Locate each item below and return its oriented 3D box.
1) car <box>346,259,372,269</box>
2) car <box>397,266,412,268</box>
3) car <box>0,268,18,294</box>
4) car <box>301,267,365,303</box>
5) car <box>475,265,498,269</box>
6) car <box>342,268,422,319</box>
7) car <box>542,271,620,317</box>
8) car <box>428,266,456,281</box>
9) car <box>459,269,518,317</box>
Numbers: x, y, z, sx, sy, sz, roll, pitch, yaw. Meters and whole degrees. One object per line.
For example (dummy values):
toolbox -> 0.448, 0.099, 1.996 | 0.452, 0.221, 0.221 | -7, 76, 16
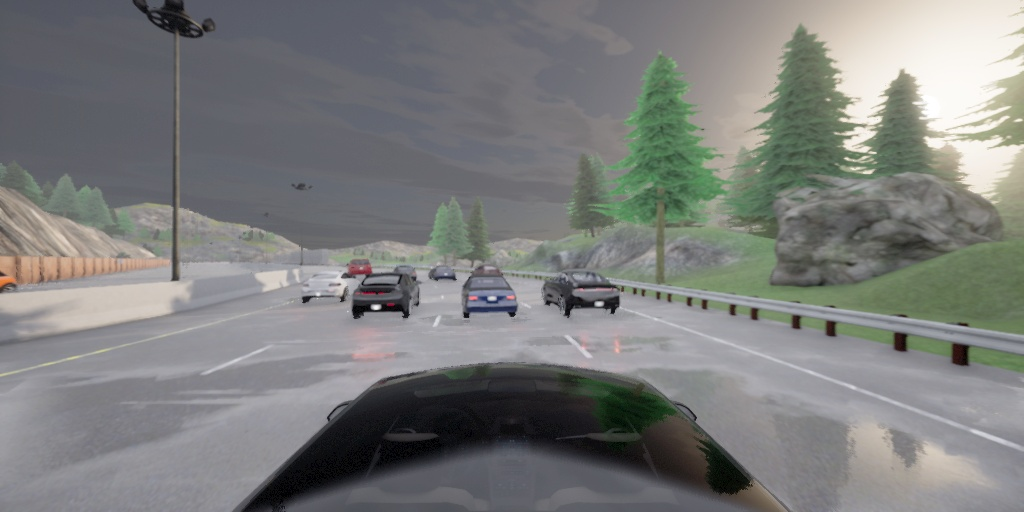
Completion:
car -> -15.898, 1.319, 37.317 | 2.150, 2.045, 5.566 | 0, -1, -27
car -> -9.758, 1.575, 32.373 | 2.033, 1.411, 5.357 | 0, 0, -23
car -> -26.829, 1.358, 16.964 | 2.097, 1.767, 4.553 | 0, 0, -16
car -> -8.938, 1.443, 17.922 | 1.812, 1.442, 4.674 | 0, 0, -12
car -> -2.267, 1.511, 32.172 | 1.812, 1.442, 4.674 | 0, 0, -20
car -> -4.612, 1.367, 13.606 | 1.837, 1.490, 4.892 | 0, 0, -9
car -> 2.425, 1.316, 13.689 | 2.128, 1.511, 4.902 | 0, 0, -8
car -> -6.579, 1.583, 33.535 | 1.994, 1.385, 4.181 | 0, 0, -22
car -> -0.993, 1.390, 13.638 | 2.033, 1.411, 5.357 | 0, 0, -9
